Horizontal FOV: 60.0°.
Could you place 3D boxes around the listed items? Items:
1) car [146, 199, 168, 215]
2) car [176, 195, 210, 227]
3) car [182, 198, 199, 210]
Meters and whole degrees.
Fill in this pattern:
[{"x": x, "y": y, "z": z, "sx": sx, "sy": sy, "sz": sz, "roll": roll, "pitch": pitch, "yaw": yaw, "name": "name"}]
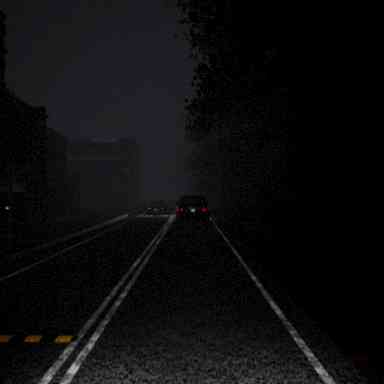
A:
[{"x": -3.474, "y": 1.484, "z": 33.952, "sx": 1.837, "sy": 1.490, "sz": 4.892, "roll": 0, "pitch": 0, "yaw": 0, "name": "car"}, {"x": 0.048, "y": 1.217, "z": 23.016, "sx": 2.150, "sy": 2.045, "sz": 5.566, "roll": 0, "pitch": 0, "yaw": 0, "name": "car"}, {"x": -0.233, "y": 1.505, "z": 42.812, "sx": 2.033, "sy": 1.411, "sz": 5.357, "roll": 0, "pitch": 0, "yaw": -1, "name": "car"}]
